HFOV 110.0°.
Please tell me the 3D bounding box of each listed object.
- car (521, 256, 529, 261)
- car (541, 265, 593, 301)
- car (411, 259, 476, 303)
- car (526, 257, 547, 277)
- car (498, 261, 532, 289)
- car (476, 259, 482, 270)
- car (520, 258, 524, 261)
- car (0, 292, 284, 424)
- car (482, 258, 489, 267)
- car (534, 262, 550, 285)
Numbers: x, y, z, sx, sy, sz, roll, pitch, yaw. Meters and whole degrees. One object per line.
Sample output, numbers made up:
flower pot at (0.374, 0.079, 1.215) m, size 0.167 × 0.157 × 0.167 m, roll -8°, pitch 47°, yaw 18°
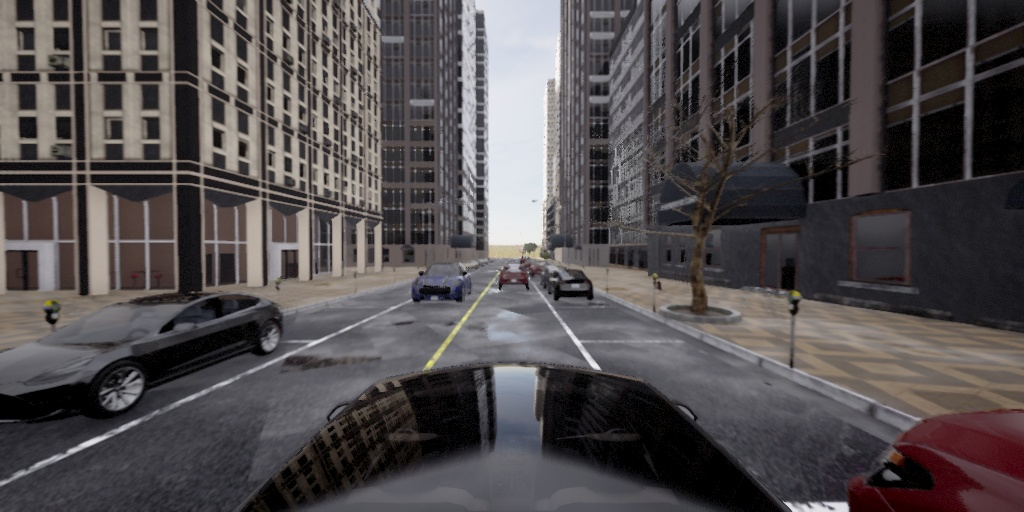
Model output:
car at (2.693, 1.096, 51.218) m, size 1.967 × 1.591 × 4.097 m, roll 0°, pitch 0°, yaw 0°
car at (2.692, 1.291, 17.171) m, size 1.948 × 1.339 × 4.313 m, roll 0°, pitch 0°, yaw 0°
car at (-3.077, 1.078, 16.514) m, size 2.097 × 1.767 × 4.553 m, roll 0°, pitch 0°, yaw 0°
car at (2.692, 1.136, 34.195) m, size 1.967 × 1.591 × 4.097 m, roll 0°, pitch 0°, yaw 0°
car at (0.107, 1.242, 22.932) m, size 1.812 × 1.442 × 4.674 m, roll 0°, pitch 0°, yaw 0°
car at (-5.673, 1.183, 51.107) m, size 1.751 × 1.417 × 4.829 m, roll 0°, pitch 0°, yaw 0°
car at (0.100, 1.277, 43.124) m, size 1.895 × 1.301 × 4.718 m, roll 0°, pitch 0°, yaw 0°
car at (-5.657, 1.310, 5.886) m, size 1.948 × 1.339 × 4.313 m, roll 0°, pitch 0°, yaw 0°
car at (-5.690, 1.180, 62.625) m, size 2.007 × 1.370 × 4.403 m, roll 0°, pitch 0°, yaw 0°
car at (2.692, 1.267, 22.845) m, size 2.007 × 1.370 × 4.403 m, roll 0°, pitch 0°, yaw 0°
